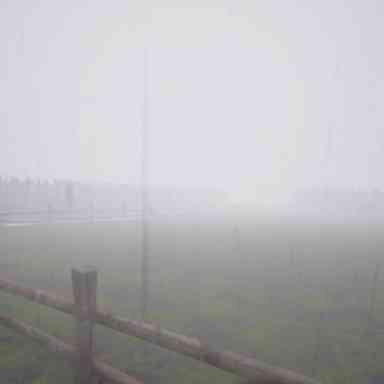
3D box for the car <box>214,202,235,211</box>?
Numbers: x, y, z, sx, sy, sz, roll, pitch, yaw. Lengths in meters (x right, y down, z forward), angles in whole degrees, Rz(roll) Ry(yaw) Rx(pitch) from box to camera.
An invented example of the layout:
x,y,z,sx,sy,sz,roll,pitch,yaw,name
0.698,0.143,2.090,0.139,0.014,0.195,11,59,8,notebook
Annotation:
x,y,z,sx,sy,sz,roll,pitch,yaw,name
5.504,2.483,56.070,1.882,1.535,5.008,0,-2,36,car
